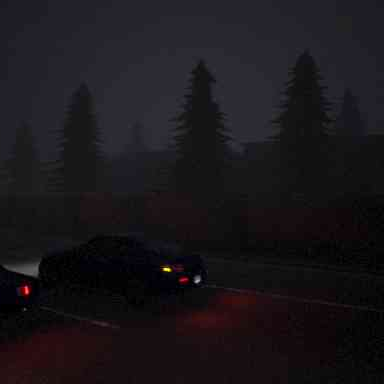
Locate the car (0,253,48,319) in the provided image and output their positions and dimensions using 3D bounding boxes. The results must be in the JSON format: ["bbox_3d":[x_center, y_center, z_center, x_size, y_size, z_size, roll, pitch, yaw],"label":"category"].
[{"bbox_3d":[-5.153,1.722,6.370,4.718,1.301,1.895,0,-2,31],"label":"car"}]

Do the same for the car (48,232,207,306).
[{"bbox_3d":[-1.858,1.751,8.507,4.674,1.442,1.812,0,-2,30],"label":"car"}]
